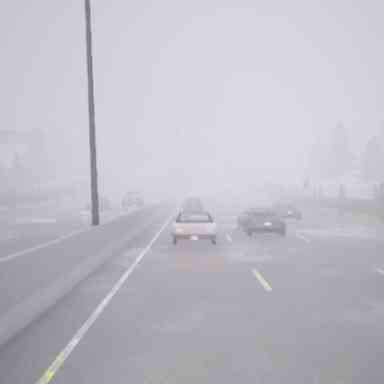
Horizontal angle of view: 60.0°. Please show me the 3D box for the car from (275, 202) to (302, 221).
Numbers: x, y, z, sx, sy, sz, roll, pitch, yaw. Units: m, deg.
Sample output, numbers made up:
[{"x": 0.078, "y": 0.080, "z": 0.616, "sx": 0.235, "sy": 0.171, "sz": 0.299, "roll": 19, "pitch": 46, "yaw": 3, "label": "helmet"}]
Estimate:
[{"x": 7.097, "y": 1.448, "z": 26.143, "sx": 1.994, "sy": 1.385, "sz": 4.181, "roll": 0, "pitch": 0, "yaw": 0, "label": "car"}]

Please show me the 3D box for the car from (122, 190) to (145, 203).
[{"x": -7.004, "y": 0.714, "z": 40.190, "sx": 2.150, "sy": 2.045, "sz": 5.566, "roll": 0, "pitch": 1, "yaw": 0, "label": "car"}]

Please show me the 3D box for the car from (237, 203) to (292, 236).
[{"x": 3.598, "y": 1.485, "z": 17.801, "sx": 1.994, "sy": 1.385, "sz": 4.181, "roll": 0, "pitch": 0, "yaw": 0, "label": "car"}]

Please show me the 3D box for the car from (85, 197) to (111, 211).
[{"x": -10.524, "y": 1.326, "z": 37.528, "sx": 1.837, "sy": 1.490, "sz": 4.892, "roll": 0, "pitch": 0, "yaw": 0, "label": "car"}]

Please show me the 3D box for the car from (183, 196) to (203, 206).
[{"x": 0.096, "y": 1.198, "z": 35.039, "sx": 2.097, "sy": 1.767, "sz": 4.553, "roll": 0, "pitch": 0, "yaw": 0, "label": "car"}]

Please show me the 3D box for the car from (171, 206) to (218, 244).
[{"x": 0.098, "y": 1.533, "z": 15.430, "sx": 1.895, "sy": 1.301, "sz": 4.718, "roll": 0, "pitch": 0, "yaw": 0, "label": "car"}]
